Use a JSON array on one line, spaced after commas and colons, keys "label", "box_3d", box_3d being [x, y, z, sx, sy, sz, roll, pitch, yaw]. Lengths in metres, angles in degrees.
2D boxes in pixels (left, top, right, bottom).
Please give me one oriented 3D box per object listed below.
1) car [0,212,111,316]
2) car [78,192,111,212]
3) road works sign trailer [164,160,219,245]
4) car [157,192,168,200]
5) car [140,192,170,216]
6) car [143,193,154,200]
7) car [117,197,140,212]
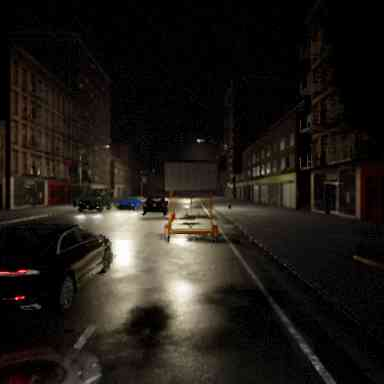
[{"label": "car", "box_3d": [-3.160, 1.445, 7.398, 2.128, 1.511, 4.902, 0, 0, 0]}, {"label": "car", "box_3d": [-9.926, 1.010, 34.310, 2.150, 2.045, 5.566, 0, 0, 0]}, {"label": "road works sign trailer", "box_3d": [-0.033, 0.371, 14.938, 2.380, 3.560, 2.880, 0, 0, 0]}, {"label": "car", "box_3d": [-6.671, 0.786, 76.204, 2.097, 1.767, 4.553, 0, 0, 0]}, {"label": "car", "box_3d": [-3.217, 1.162, 30.656, 2.097, 1.767, 4.553, 0, 0, 0]}, {"label": "car", "box_3d": [-9.921, 0.909, 76.168, 1.882, 1.535, 5.008, 0, 0, 0]}, {"label": "car", "box_3d": [-6.676, 1.258, 35.550, 1.882, 1.535, 5.008, 0, 0, 0]}]
